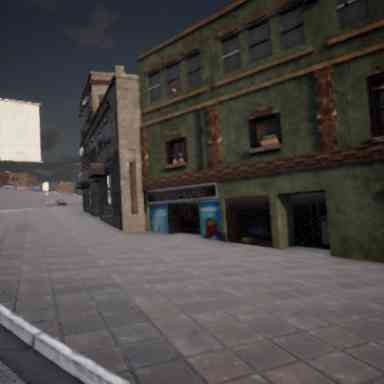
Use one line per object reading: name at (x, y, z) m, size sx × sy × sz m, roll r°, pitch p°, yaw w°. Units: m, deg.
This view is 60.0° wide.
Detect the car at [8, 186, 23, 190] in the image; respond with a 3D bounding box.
car at (-45.597, -0.769, 83.228) m, size 2.231 × 1.521 × 4.892 m, roll -4°, pitch -3°, yaw 7°

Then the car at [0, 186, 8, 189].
car at (-46.300, -0.966, 77.856) m, size 2.002 × 1.452 × 4.674 m, roll -4°, pitch -3°, yaw 8°

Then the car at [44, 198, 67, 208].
car at (-25.304, 2.011, 61.858) m, size 2.097 × 1.767 × 4.553 m, roll -4°, pitch -1°, yaw 13°
